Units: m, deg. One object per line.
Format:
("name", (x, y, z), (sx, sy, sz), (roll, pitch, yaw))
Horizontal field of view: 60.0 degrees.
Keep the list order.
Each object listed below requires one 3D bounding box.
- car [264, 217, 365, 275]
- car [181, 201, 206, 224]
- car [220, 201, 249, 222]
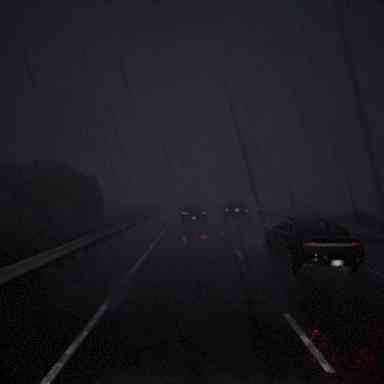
("car", (3.616, 1.563, 10.692), (2.128, 1.511, 4.902), (0, 0, 0))
("car", (0.128, 1.695, 25.952), (1.812, 1.442, 4.674), (0, 0, 0))
("car", (3.609, 1.541, 28.874), (2.097, 1.767, 4.553), (0, 0, 0))
